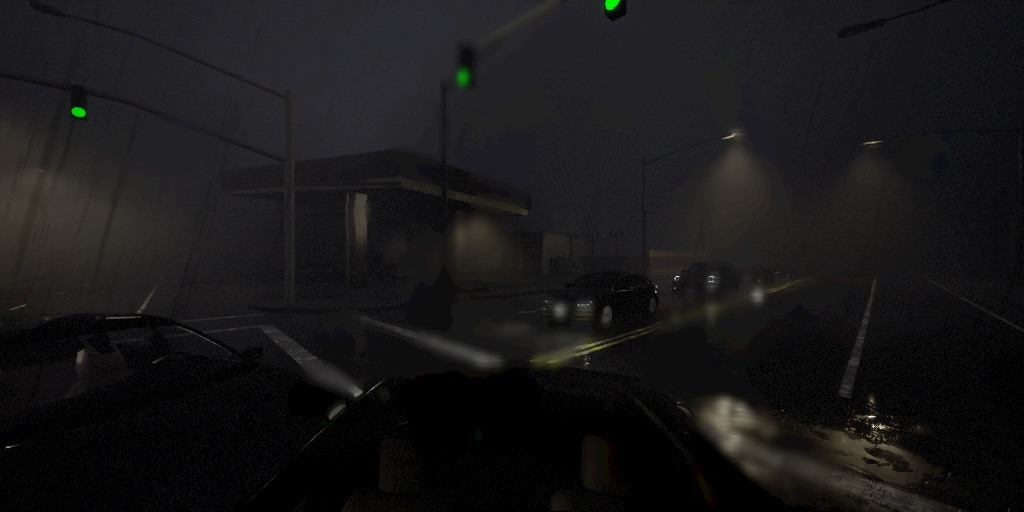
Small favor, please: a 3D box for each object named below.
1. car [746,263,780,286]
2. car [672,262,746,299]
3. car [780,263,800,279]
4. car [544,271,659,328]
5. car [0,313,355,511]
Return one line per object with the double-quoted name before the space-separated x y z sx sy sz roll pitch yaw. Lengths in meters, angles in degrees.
"car" 17.023 1.314 25.150 1.994 1.385 4.181 0 0 45
"car" 9.994 1.102 18.344 4.553 1.767 2.097 0 0 -44
"car" 24.261 1.314 32.096 4.181 1.385 1.994 0 0 -44
"car" 3.053 1.255 11.601 4.892 1.490 1.837 0 0 -44
"car" -3.383 1.242 2.678 4.902 1.511 2.128 0 0 16
